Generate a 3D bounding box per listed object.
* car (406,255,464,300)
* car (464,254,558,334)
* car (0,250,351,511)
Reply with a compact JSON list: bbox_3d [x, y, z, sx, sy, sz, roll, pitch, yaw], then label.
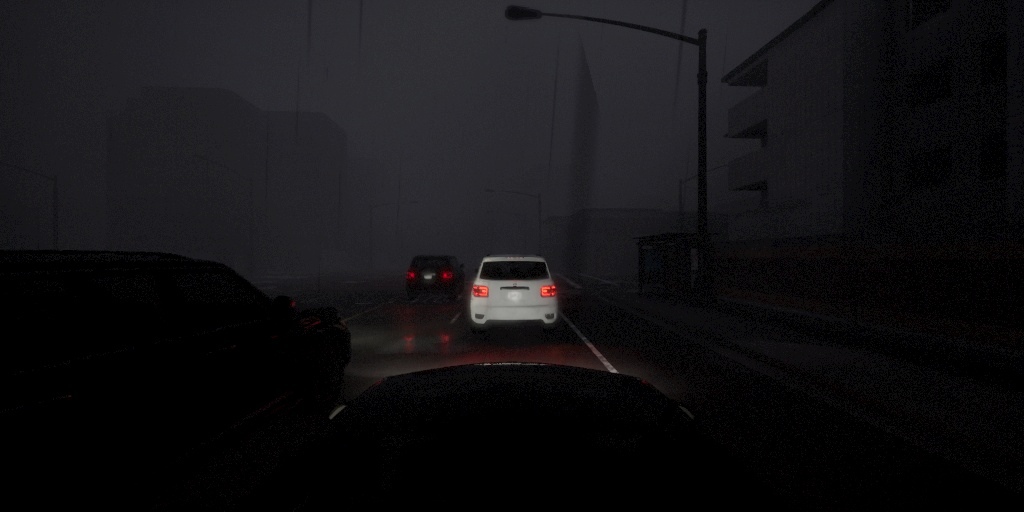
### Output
[{"bbox_3d":[-3.659,0.974,17.846,2.150,2.045,5.566,0,0,-2],"label":"car"},{"bbox_3d":[0.026,0.972,10.756,2.150,2.045,5.566,0,0,-1],"label":"car"},{"bbox_3d":[-3.409,0.975,2.821,2.150,2.045,5.566,0,0,0],"label":"car"}]
